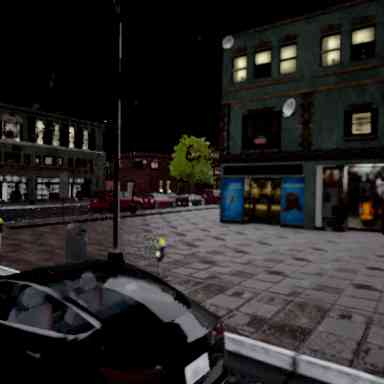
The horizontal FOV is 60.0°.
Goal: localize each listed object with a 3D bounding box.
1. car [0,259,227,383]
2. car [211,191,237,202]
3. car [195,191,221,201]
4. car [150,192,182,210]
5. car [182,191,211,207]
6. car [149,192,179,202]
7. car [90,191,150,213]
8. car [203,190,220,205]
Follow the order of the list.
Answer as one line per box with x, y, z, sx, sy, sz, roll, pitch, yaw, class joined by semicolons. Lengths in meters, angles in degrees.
-1.645;1.519;4.047;4.313;1.339;1.947;1;1;36;car
4.795;0.672;49.645;1.812;1.442;4.674;2;2;35;car
2.521;0.598;51.788;1.812;1.442;4.674;2;1;35;car
-3.269;0.868;33.202;1.967;1.590;4.097;2;2;34;car
-0.132;0.910;37.775;2.008;1.369;4.403;2;2;34;car
-3.908;0.674;47.075;1.947;1.339;4.313;2;2;34;car
-6.405;0.811;28.630;2.192;1.841;5.009;2;2;34;car
3.012;0.606;42.337;2.192;1.841;5.009;2;2;34;car
